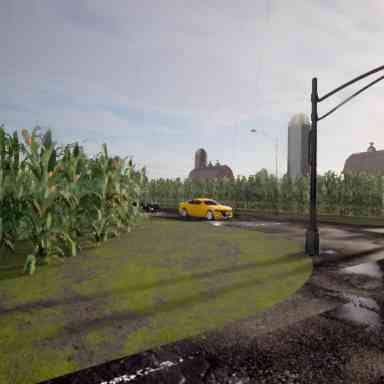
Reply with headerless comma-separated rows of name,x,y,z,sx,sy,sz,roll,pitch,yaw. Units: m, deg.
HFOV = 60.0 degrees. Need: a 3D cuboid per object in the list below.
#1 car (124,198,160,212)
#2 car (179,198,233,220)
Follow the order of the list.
car,-5.176,1.321,33.931,1.895,1.301,4.718,2,0,-38
car,1.012,1.278,25.998,1.882,1.535,5.008,2,0,-38
